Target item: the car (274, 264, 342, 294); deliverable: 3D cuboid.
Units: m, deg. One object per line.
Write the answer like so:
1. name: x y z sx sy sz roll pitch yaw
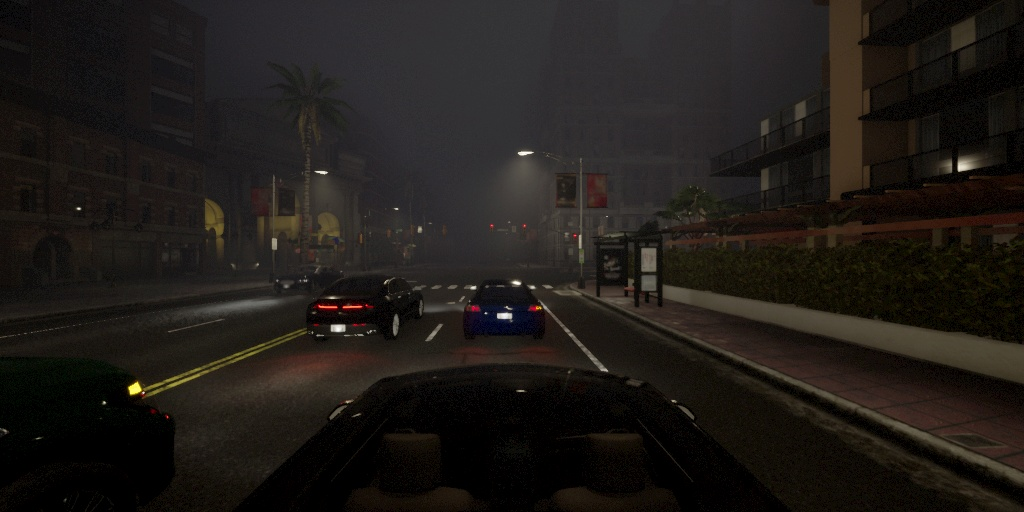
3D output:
1. car: -11.271 1.241 20.243 2.128 1.511 4.902 0 0 -2

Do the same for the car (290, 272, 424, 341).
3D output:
1. car: -3.725 1.255 9.879 1.837 1.490 4.892 0 0 -3

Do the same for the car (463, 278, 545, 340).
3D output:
1. car: -0.236 1.314 10.035 1.994 1.385 4.181 0 0 -2
